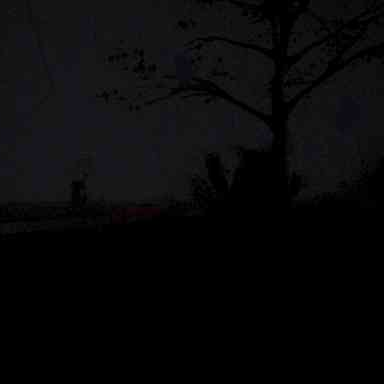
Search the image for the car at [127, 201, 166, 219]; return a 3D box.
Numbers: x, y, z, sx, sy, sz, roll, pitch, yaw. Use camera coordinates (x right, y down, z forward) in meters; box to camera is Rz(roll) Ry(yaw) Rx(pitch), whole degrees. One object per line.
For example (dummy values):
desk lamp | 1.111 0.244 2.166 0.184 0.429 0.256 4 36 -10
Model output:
car | -4.396 1.582 29.745 1.882 1.535 5.008 0 0 35
